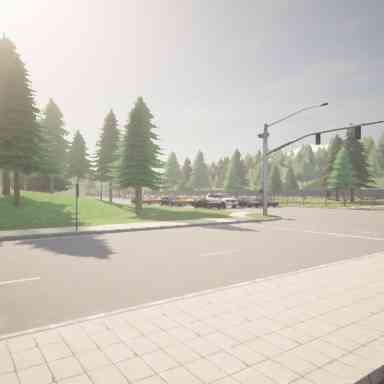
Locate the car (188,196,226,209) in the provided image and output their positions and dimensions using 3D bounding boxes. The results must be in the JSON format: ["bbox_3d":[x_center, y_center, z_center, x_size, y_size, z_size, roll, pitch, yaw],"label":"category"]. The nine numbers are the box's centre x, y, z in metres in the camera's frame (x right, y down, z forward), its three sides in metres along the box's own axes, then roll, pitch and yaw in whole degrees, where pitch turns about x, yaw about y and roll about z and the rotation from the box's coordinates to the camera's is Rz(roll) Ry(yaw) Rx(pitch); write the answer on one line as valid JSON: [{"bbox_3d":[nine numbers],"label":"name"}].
[{"bbox_3d":[1.931,1.601,44.296,1.895,1.301,4.718,0,0,-35],"label":"car"}]

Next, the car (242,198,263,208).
[{"bbox_3d":[7.677,1.547,48.301,2.033,1.411,5.357,0,0,-35],"label":"car"}]

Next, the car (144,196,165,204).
[{"bbox_3d":[-7.156,1.478,63.376,1.882,1.535,5.008,0,0,-35],"label":"car"}]

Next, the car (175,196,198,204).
[{"bbox_3d":[-1.143,1.547,67.047,2.033,1.411,5.357,0,0,-34],"label":"car"}]

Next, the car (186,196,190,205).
[{"bbox_3d":[-1.492,1.478,55.262,1.882,1.535,5.008,0,0,-35],"label":"car"}]

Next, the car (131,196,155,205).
[{"bbox_3d":[-9.290,1.547,60.302,2.033,1.411,5.357,0,0,-36],"label":"car"}]

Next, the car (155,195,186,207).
[{"bbox_3d":[-3.424,1.505,51.919,1.837,1.490,4.892,0,0,-35],"label":"car"}]

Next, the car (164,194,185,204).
[{"bbox_3d":[-3.404,1.352,64.131,2.097,1.767,4.553,0,0,-35],"label":"car"}]

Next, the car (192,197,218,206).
[{"bbox_3d":[2.167,1.601,56.149,1.895,1.301,4.718,0,0,-35],"label":"car"}]

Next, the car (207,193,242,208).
[{"bbox_3d":[4.118,1.221,47.285,2.150,2.045,5.566,0,0,-34],"label":"car"}]

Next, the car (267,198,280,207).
[{"bbox_3d":[10.604,1.547,50.230,2.033,1.411,5.357,0,0,-35],"label":"car"}]
